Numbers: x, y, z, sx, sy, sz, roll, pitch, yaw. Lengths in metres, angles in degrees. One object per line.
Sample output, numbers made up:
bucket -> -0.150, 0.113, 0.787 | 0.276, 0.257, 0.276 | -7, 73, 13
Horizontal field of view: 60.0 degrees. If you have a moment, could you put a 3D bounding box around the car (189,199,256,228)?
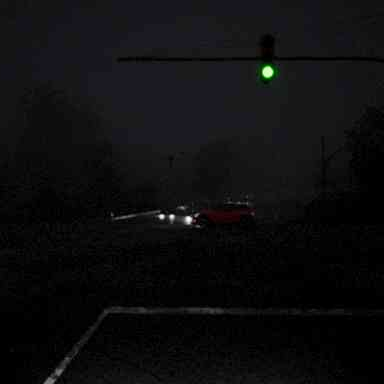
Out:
car -> 2.273, 1.623, 24.274 | 4.553, 1.767, 2.097 | 0, -1, 2

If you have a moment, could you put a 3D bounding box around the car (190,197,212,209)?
car -> 1.441, 1.673, 52.240 | 1.837, 1.490, 4.892 | 0, 2, 21

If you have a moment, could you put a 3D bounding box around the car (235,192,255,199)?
car -> 10.524, 0.893, 64.069 | 2.097, 1.767, 4.553 | 0, 3, 27

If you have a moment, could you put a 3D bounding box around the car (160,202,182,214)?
car -> -2.215, 1.921, 41.097 | 2.033, 1.411, 5.357 | 0, 0, 15

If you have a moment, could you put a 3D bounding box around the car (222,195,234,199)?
car -> 4.347, 1.730, 50.194 | 2.033, 1.411, 5.357 | 0, 2, 20

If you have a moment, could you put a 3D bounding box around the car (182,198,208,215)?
car -> 0.801, 1.866, 38.701 | 2.128, 1.511, 4.902 | 0, 0, 15

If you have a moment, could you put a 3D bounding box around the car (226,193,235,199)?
car -> 7.549, 1.045, 65.942 | 1.837, 1.490, 4.892 | 0, 3, 27
